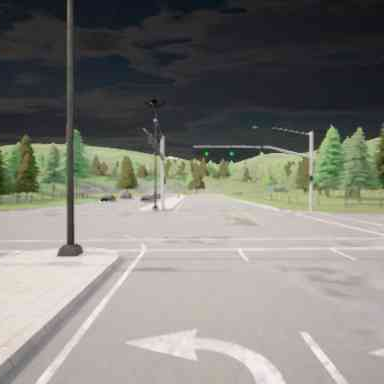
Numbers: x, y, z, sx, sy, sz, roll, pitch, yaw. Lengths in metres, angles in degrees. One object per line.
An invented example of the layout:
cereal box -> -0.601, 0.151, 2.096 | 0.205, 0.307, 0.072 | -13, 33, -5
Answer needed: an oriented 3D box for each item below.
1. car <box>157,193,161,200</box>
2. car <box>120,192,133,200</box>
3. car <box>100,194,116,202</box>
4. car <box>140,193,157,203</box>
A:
car -> -7.997, 0.987, 75.888 | 2.128, 1.511, 4.902 | 0, 0, 0
car -> -14.996, 0.824, 76.161 | 2.097, 1.767, 4.553 | 0, 0, 0
car -> -15.036, 1.129, 60.025 | 2.033, 1.411, 5.357 | 0, 0, 1
car -> -8.041, 1.132, 59.638 | 2.033, 1.411, 5.357 | 0, 0, 1
